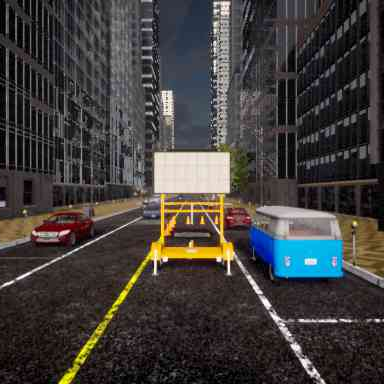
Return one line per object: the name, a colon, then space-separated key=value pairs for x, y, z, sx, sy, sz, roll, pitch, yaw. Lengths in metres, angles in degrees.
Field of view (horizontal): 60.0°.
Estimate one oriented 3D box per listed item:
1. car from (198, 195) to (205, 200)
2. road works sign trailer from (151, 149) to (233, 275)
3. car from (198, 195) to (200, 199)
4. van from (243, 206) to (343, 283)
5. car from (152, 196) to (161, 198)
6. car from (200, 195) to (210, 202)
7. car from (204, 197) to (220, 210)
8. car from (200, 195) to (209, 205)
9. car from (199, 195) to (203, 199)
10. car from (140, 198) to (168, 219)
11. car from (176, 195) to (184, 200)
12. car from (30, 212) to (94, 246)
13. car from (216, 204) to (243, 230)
car: x=2.719 y=1.462 z=94.772 sx=1.887 sy=1.381 sz=4.507 roll=0 pitch=0 yaw=0
road works sign trailer: x=0.003 y=0.464 z=10.405 sx=2.380 sy=3.560 sz=2.880 roll=0 pitch=0 yaw=0
car: x=2.710 y=1.410 z=66.309 sx=1.967 sy=1.590 sz=4.097 roll=0 pitch=0 yaw=0
van: x=2.693 y=1.341 z=9.385 sx=1.690 sy=1.788 sz=3.998 roll=0 pitch=0 yaw=0
car: x=-5.678 y=1.548 z=43.545 sx=2.008 sy=1.369 sz=4.403 roll=0 pitch=0 yaw=0
car: x=2.711 y=1.401 z=72.001 sx=1.967 sy=1.590 sz=4.097 roll=0 pitch=0 yaw=0
car: x=2.701 y=1.581 z=37.847 sx=1.802 sy=1.307 sz=4.206 roll=0 pitch=0 yaw=0
car: x=2.705 y=1.544 z=49.232 sx=2.008 sy=1.369 sz=4.403 roll=0 pitch=0 yaw=0
car: x=2.706 y=1.538 z=54.924 sx=2.008 sy=1.369 sz=4.403 roll=0 pitch=0 yaw=0
car: x=-3.092 y=1.546 z=29.221 sx=2.033 sy=1.411 sz=5.357 roll=0 pitch=0 yaw=0
car: x=-2.975 y=1.459 z=87.485 sx=1.812 sy=1.442 sz=4.674 roll=0 pitch=0 yaw=0
car: x=-5.686 y=1.581 z=15.082 sx=1.802 sy=1.307 sz=4.206 roll=0 pitch=0 yaw=0
car: x=2.696 y=1.581 z=20.769 sx=1.802 sy=1.307 sz=4.206 roll=0 pitch=0 yaw=0
